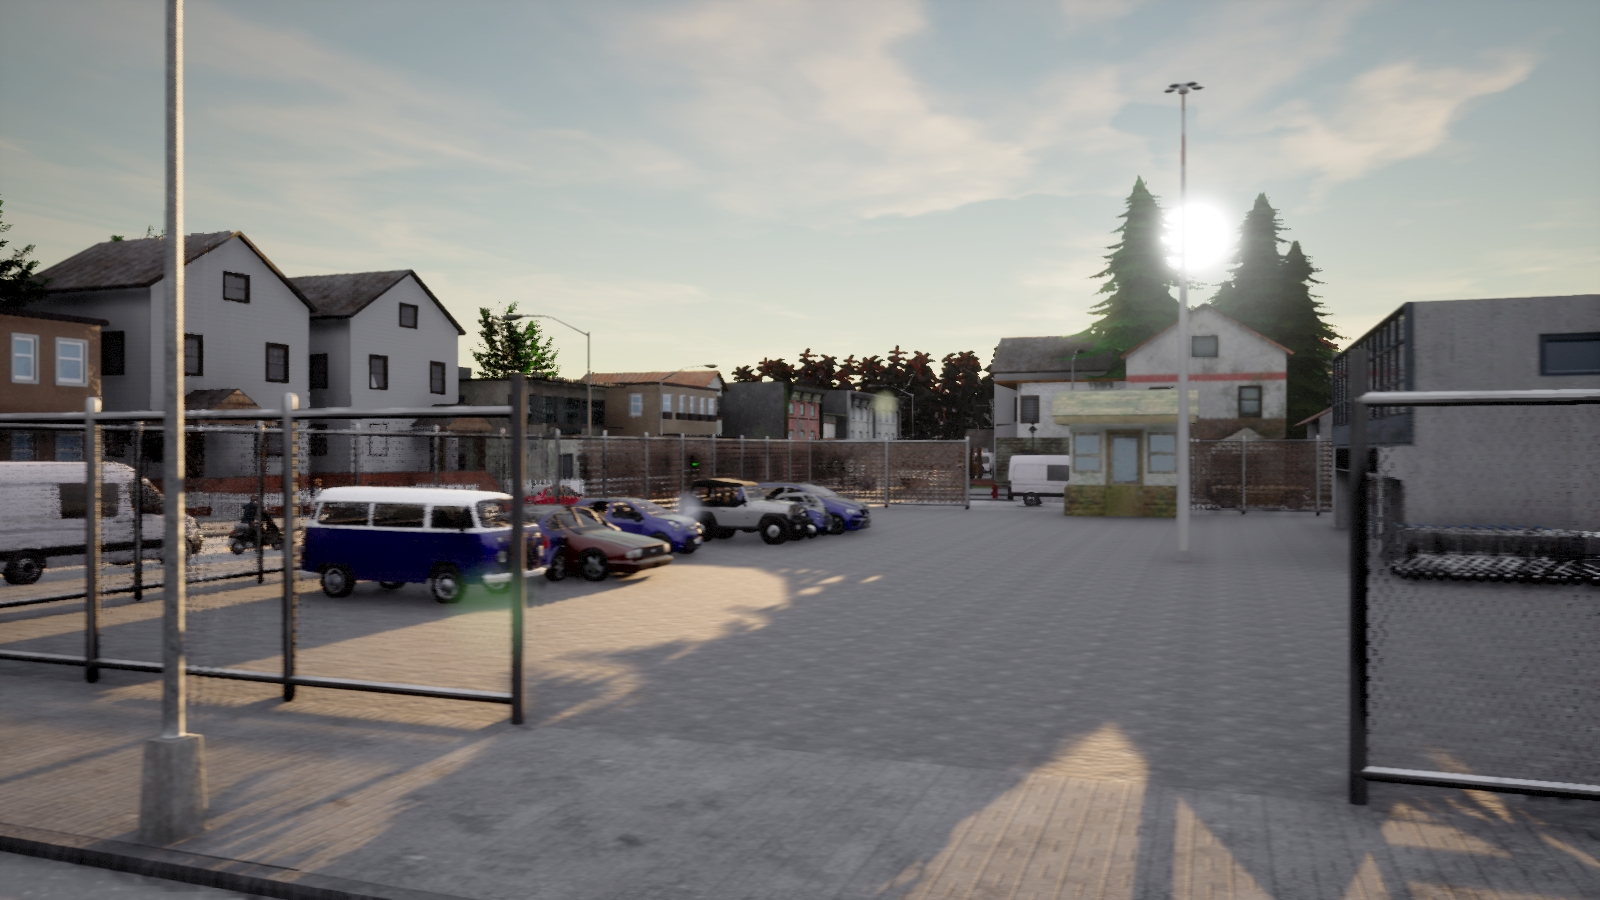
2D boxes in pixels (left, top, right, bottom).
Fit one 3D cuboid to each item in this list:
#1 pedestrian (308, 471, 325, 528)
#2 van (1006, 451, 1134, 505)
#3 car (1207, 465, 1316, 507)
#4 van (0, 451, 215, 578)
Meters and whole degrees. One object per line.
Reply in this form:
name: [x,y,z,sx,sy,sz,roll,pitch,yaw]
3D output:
pedestrian: [-15.977,1.628,37.759,0.375,1.860,0.375,0,0,26]
van: [13.218,1.314,55.985,5.915,2.561,1.988,0,0,20]
car: [21.405,1.643,53.160,4.605,1.855,1.932,0,0,21]
van: [-16.299,1.314,25.615,1.988,2.561,5.915,0,0,20]
